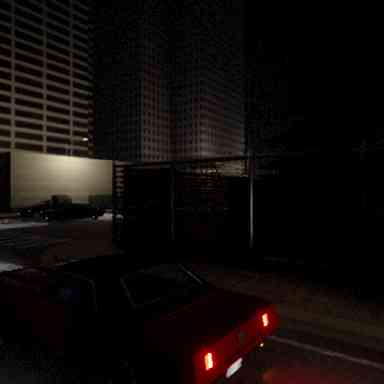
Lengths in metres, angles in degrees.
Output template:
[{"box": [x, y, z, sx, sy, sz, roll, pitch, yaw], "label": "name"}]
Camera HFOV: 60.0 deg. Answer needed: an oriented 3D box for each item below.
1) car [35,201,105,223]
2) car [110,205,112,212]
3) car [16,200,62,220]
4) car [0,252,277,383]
[{"box": [-9.109, 1.540, 25.534, 1.895, 1.301, 4.718, 0, 0, 35], "label": "car"}, {"box": [-6.541, 1.463, 35.167, 1.812, 1.442, 4.674, 0, 0, 35], "label": "car"}, {"box": [-11.923, 1.429, 27.617, 2.128, 1.511, 4.902, 0, 0, 35], "label": "car"}, {"box": [-1.321, 1.600, 4.941, 4.718, 1.301, 1.895, 0, 0, 37], "label": "car"}]
